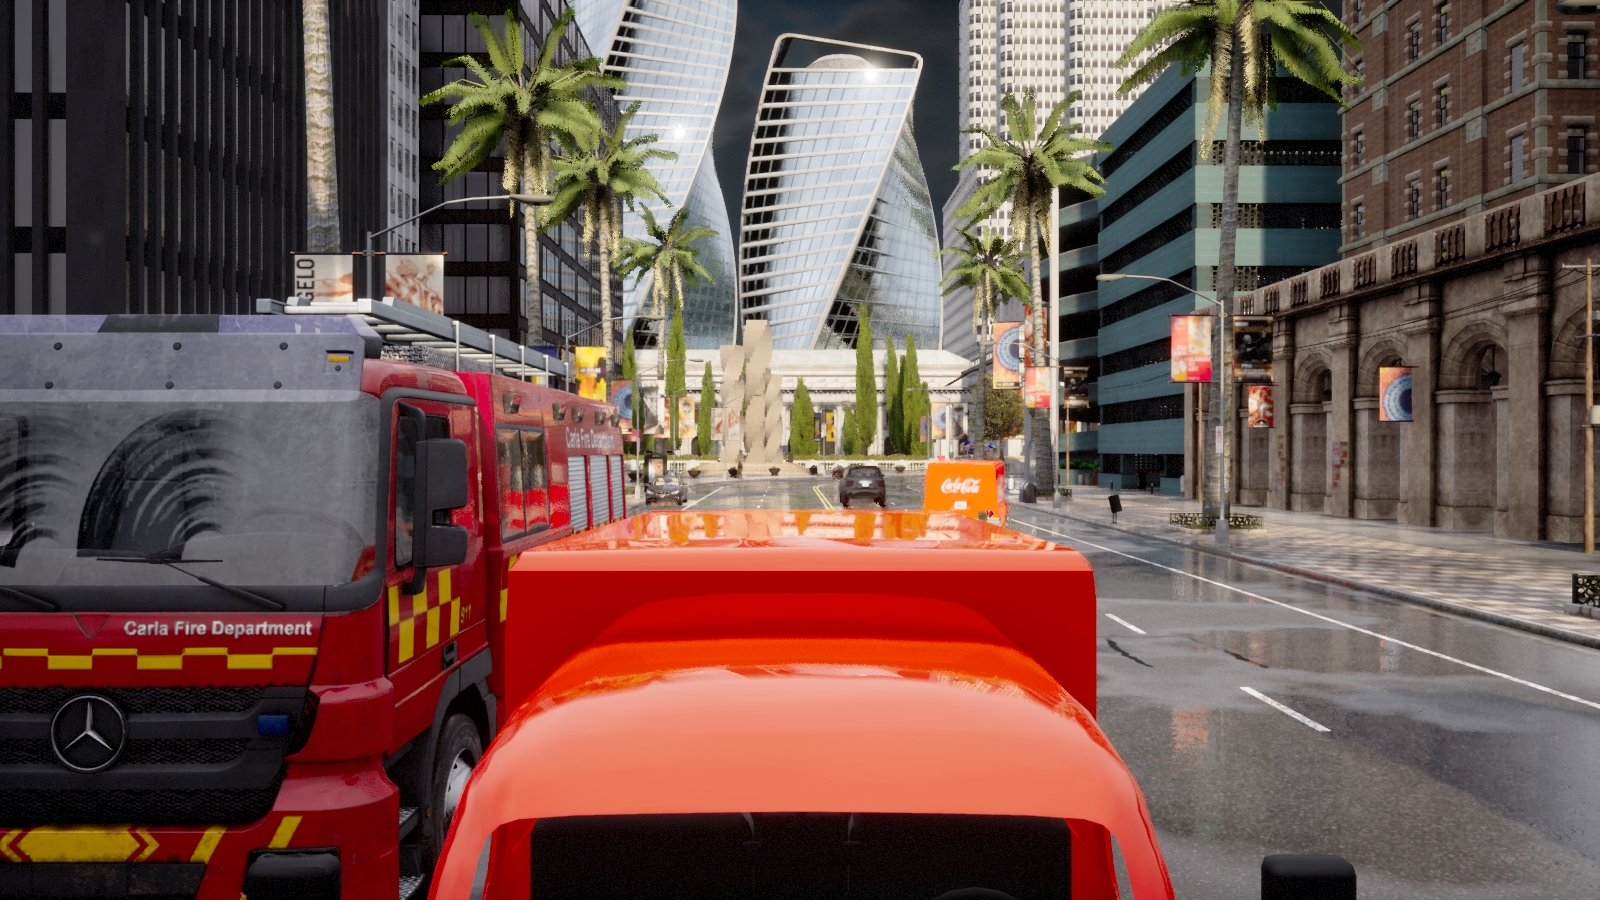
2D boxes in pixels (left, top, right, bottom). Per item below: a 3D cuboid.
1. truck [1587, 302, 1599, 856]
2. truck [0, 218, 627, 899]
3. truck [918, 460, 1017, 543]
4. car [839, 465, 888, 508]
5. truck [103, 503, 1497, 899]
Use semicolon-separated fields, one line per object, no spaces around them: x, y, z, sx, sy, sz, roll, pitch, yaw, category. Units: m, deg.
6.961;0.892;3.793;2.891;3.827;8.468;0;0;0;truck
-3.491;0.895;9.272;2.891;3.827;8.468;0;0;0;truck
5.576;1.581;37.382;2.627;2.467;5.204;0;0;15;truck
3.173;1.800;58.583;2.150;2.045;5.566;0;0;-1;car
-0.001;1.571;4.755;2.627;2.467;5.204;0;0;0;truck
